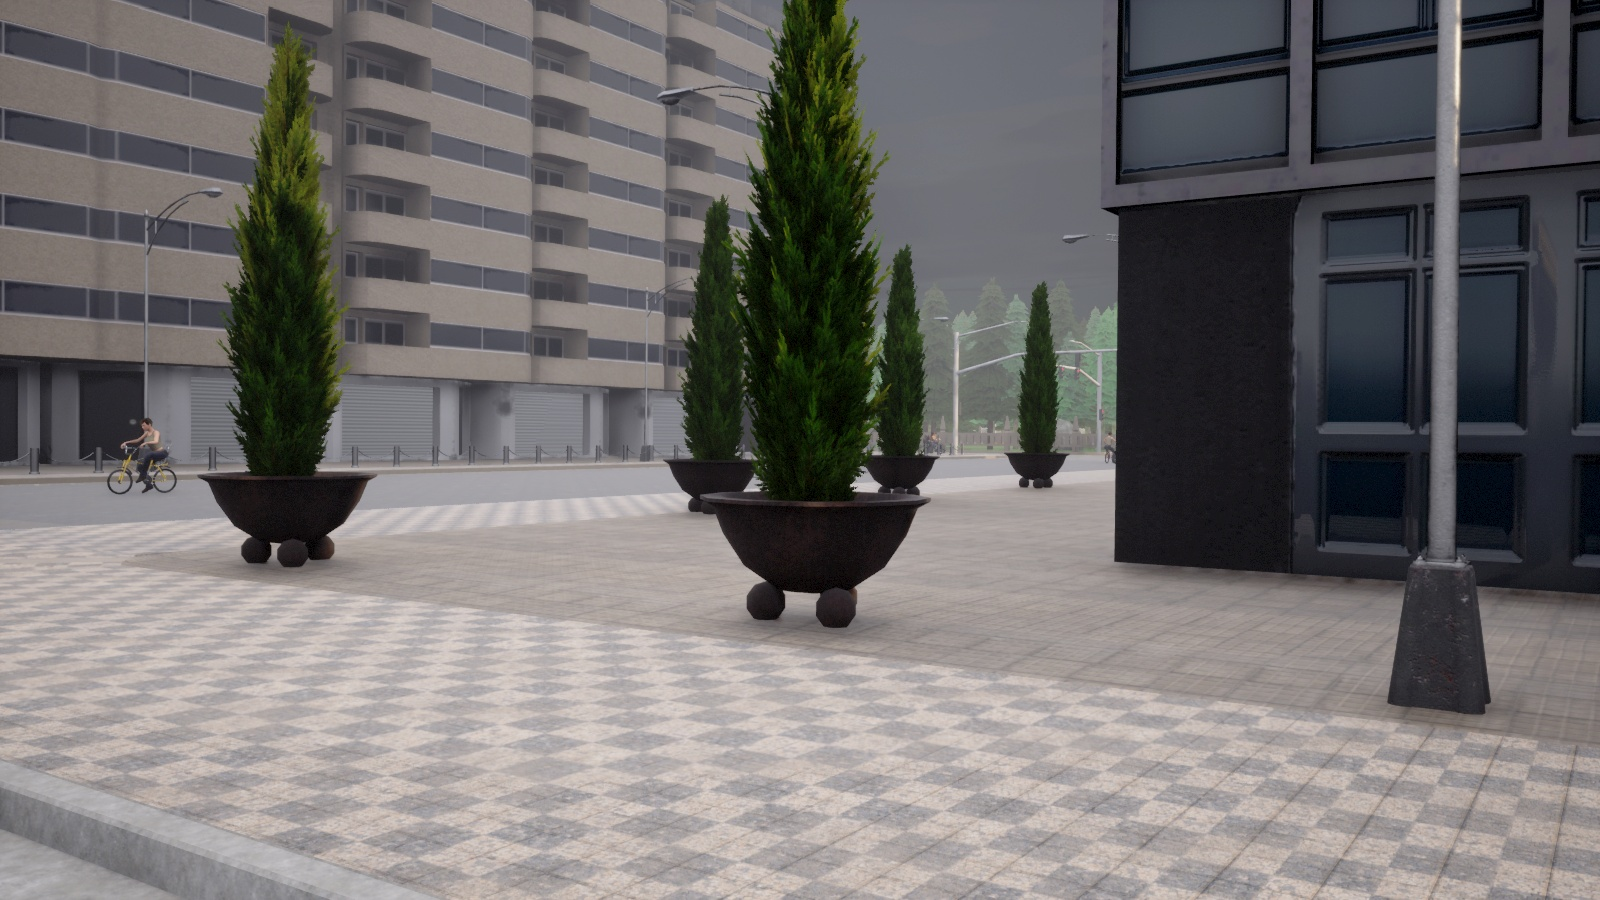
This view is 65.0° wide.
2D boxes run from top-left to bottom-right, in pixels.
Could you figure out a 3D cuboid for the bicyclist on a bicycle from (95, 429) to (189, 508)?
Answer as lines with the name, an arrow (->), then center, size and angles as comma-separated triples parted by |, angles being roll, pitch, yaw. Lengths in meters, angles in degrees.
bicyclist on a bicycle -> -13.916, 0.375, 26.601 | 0.866, 1.612, 1.509 | 0, 1, 34
